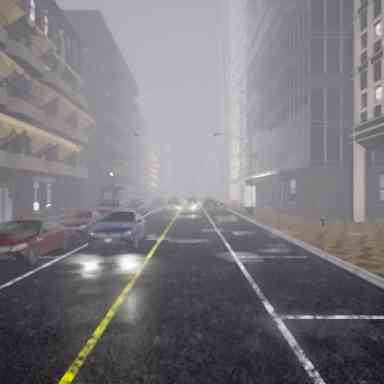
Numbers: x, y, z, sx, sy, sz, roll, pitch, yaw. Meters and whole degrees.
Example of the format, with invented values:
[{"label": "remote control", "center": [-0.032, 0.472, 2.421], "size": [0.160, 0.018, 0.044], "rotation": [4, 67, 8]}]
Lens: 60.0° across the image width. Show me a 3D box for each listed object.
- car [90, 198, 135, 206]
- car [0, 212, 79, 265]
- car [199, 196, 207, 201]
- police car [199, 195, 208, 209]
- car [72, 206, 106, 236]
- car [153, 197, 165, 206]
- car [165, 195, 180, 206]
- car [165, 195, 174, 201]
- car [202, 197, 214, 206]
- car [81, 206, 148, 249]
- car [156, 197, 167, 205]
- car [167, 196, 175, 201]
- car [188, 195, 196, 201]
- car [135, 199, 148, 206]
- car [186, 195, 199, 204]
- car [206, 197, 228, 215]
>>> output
[{"label": "car", "center": [-5.684, 1.333, 22.931], "size": [2.192, 1.841, 5.009], "rotation": [0, 0, 0]}, {"label": "car", "center": [-5.687, 1.590, 11.634], "size": [1.802, 1.307, 4.206], "rotation": [0, 0, 0]}, {"label": "car", "center": [2.717, 1.639, 85.062], "size": [1.887, 1.381, 4.507], "rotation": [0, 0, 0]}, {"label": "police car", "center": [2.382, 1.463, 45.143], "size": [1.930, 1.638, 5.238], "rotation": [0, 0, 0]}, {"label": "car", "center": [-5.685, 1.595, 17.283], "size": [1.802, 1.307, 4.206], "rotation": [0, 0, 0]}, {"label": "car", "center": [-5.672, 1.618, 56.822], "size": [1.947, 1.339, 4.313], "rotation": [0, 0, 0]}, {"label": "car", "center": [-3.045, 1.529, 56.237], "size": [1.882, 1.535, 5.008], "rotation": [0, 0, 0]}, {"label": "car", "center": [-5.663, 1.535, 85.065], "size": [1.967, 1.590, 4.097], "rotation": [0, 0, 0]}, {"label": "car", "center": [2.709, 1.617, 56.820], "size": [1.947, 1.339, 4.313], "rotation": [0, 0, 0]}, {"label": "car", "center": [-3.096, 1.536, 14.630], "size": [1.812, 1.442, 4.674], "rotation": [0, 0, 0]}, {"label": "car", "center": [-5.670, 1.585, 62.301], "size": [1.752, 1.417, 4.829], "rotation": [0, 0, 0]}, {"label": "car", "center": [-5.661, 1.687, 90.714], "size": [1.802, 1.307, 4.206], "rotation": [0, 0, 0]}, {"label": "car", "center": [0.027, 1.492, 80.209], "size": [1.812, 1.442, 4.674], "rotation": [0, 0, 0]}, {"label": "car", "center": [-5.679, 1.468, 34.229], "size": [1.967, 1.590, 4.097], "rotation": [0, 0, 0]}, {"label": "car", "center": [0.021, 1.566, 62.916], "size": [1.837, 1.490, 4.892], "rotation": [0, 0, 0]}, {"label": "car", "center": [2.701, 1.552, 34.396], "size": [1.752, 1.417, 4.829], "rotation": [0, 0, 0]}]
